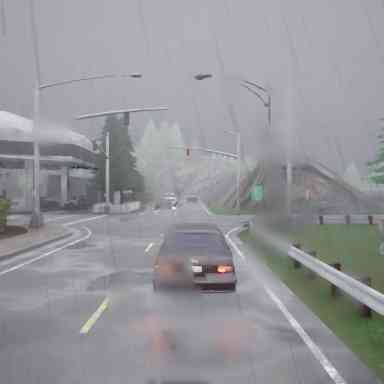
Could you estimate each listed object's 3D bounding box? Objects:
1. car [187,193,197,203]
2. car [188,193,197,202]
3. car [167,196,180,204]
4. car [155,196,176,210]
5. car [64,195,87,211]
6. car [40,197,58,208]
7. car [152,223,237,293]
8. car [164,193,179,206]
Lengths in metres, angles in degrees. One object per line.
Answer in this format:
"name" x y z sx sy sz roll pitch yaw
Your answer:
"car" 0.126 1.478 70.920 1.882 1.535 5.008 0 0 0
"car" 0.046 1.225 81.130 2.150 2.045 5.566 0 0 -2
"car" -3.507 1.548 63.576 2.033 1.411 5.357 0 0 1
"car" -3.567 1.547 42.267 2.033 1.411 5.357 0 0 0
"car" -14.500 1.313 41.591 1.905 1.878 3.866 0 0 -1
"car" -20.204 1.480 45.872 2.242 1.667 4.611 0 0 -1
"car" 0.075 1.547 8.975 2.033 1.411 5.357 0 0 1
"car" -3.553 1.221 52.874 2.150 2.045 5.566 0 0 0
